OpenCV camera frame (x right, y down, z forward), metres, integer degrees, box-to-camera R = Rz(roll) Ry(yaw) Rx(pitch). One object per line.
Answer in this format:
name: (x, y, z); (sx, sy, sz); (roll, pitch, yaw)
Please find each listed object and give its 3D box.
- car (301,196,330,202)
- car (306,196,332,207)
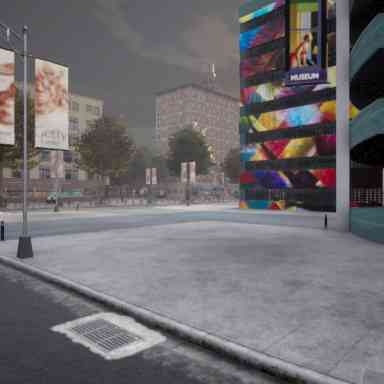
car: (14.246, 1.320, 39.325); (2.002, 1.452, 4.674); (0, 0, 43)
car: (19.561, 1.413, 51.051); (2.161, 1.482, 4.786); (0, 0, 43)
